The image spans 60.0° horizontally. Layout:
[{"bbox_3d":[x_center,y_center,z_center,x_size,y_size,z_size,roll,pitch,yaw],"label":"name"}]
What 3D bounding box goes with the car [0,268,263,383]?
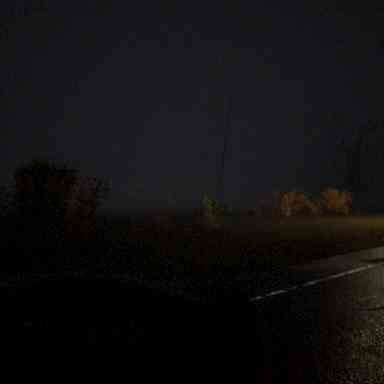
[{"bbox_3d":[-1.578,1.497,2.705,5.008,1.535,1.882,1,-1,-37],"label":"car"}]
